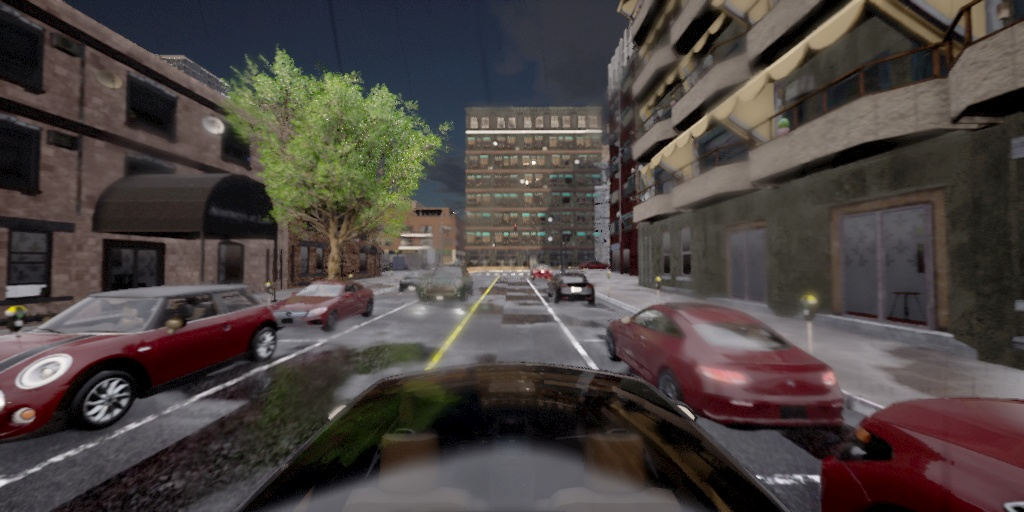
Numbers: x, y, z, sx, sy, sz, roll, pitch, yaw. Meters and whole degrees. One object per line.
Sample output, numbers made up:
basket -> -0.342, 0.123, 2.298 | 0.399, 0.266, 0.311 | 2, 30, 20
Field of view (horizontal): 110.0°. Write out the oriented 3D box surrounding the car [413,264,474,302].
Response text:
car -> -3.104, 1.232, 17.669 | 2.097, 1.767, 4.553 | 0, 0, 0

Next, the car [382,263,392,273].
car -> -20.780, 1.434, 53.080 | 5.566, 2.045, 2.150 | 0, -1, 1

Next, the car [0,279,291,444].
car -> -5.658, 1.220, 5.441 | 1.967, 1.591, 4.097 | 0, 0, 0

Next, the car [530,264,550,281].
car -> 2.729, 1.454, 33.931 | 1.967, 1.591, 4.097 | 0, 0, 0

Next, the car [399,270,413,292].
car -> -5.662, 1.485, 22.499 | 1.948, 1.339, 4.313 | 0, 0, 0

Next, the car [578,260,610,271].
car -> 12.258, 1.400, 52.608 | 5.008, 1.535, 1.882 | -1, -1, 1

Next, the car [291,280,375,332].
car -> -5.659, 1.408, 11.127 | 1.802, 1.307, 4.207 | 0, 0, 0

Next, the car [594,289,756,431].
car -> 2.690, 1.363, 5.502 | 1.802, 1.307, 4.207 | 0, 0, 0

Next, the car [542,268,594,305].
car -> 2.687, 1.439, 16.874 | 1.948, 1.339, 4.313 | 0, 0, 0
